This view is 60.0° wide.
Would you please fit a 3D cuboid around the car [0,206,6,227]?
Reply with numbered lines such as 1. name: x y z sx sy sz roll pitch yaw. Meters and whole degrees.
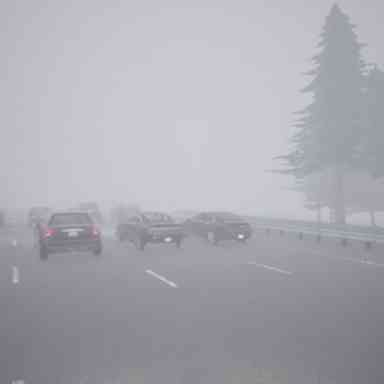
1. car: -15.242 1.617 25.007 2.097 1.767 4.553 0 -1 -28

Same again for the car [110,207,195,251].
1. car: -2.057 1.660 15.125 2.128 1.511 4.902 0 -1 -28

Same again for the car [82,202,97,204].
1. car: -9.060 1.657 28.291 2.097 1.767 4.553 0 -1 -28

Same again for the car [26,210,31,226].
1. car: -11.741 1.825 25.858 2.033 1.411 5.357 0 -1 -28

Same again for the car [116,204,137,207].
1. car: -5.998 1.820 29.985 2.128 1.511 4.902 0 -1 -28

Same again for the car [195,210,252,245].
1. car: 1.030 1.694 16.775 1.837 1.490 4.892 0 0 -28

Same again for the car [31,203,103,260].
1. car: -5.116 1.497 13.427 2.097 1.767 4.553 0 -1 -28
